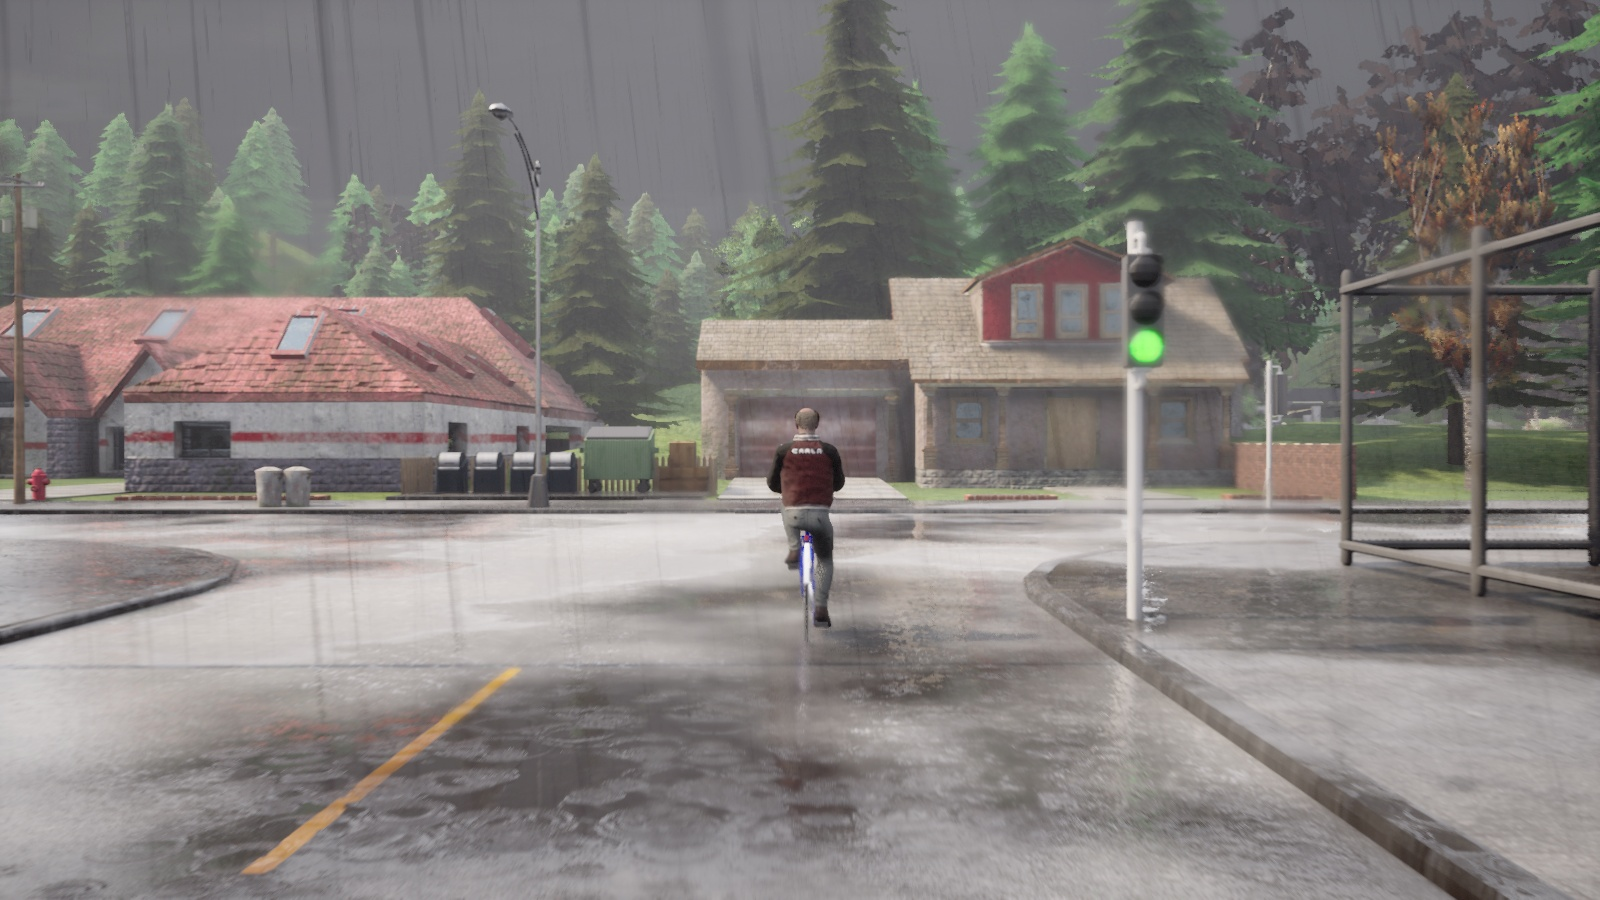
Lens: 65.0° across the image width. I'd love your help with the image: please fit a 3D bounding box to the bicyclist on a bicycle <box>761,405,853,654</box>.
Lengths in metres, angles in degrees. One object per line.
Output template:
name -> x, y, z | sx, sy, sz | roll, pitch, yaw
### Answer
bicyclist on a bicycle -> 0.056, 0.558, 9.883 | 0.659, 1.776, 1.843 | 0, 1, 0
